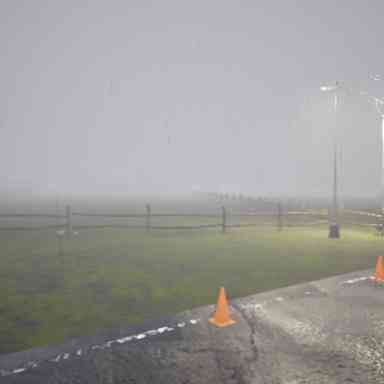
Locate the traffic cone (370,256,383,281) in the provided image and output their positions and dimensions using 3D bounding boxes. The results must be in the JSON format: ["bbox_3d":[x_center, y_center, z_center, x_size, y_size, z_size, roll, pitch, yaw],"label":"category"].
[{"bbox_3d":[4.788,1.924,8.454,0.340,0.580,0.340,0,0,-32],"label":"traffic cone"}]

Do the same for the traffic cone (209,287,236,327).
[{"bbox_3d":[0.524,1.931,5.694,0.340,0.580,0.340,0,0,-34],"label":"traffic cone"}]
